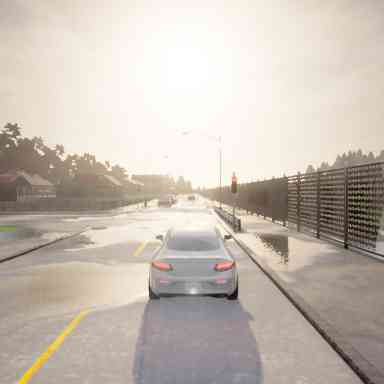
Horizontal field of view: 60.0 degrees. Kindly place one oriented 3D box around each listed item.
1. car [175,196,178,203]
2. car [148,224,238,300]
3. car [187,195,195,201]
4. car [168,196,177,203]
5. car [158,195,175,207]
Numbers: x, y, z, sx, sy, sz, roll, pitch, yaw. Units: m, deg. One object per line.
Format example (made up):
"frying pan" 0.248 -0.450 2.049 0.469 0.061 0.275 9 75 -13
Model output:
"car" -4.195 1.352 61.740 2.097 1.767 4.553 0 0 0
"car" 0.037 1.526 8.268 1.812 1.442 4.674 0 0 0
"car" -0.190 1.478 86.391 1.882 1.535 5.008 0 0 0
"car" -4.153 1.524 71.654 1.812 1.442 4.674 0 0 0
"car" -4.205 1.478 51.810 1.882 1.535 5.008 0 0 0
